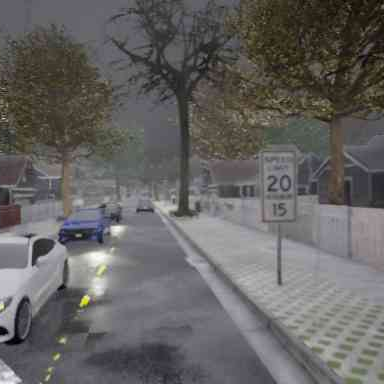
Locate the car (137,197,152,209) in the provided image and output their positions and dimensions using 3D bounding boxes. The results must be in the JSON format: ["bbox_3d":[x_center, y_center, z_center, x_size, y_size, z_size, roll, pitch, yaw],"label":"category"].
[{"bbox_3d":[-6.866,1.582,48.083,2.128,1.511,4.902,-1,0,-8],"label":"car"}]

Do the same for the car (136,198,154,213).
[{"bbox_3d":[-5.283,1.629,37.627,1.994,1.385,4.181,-1,0,-8],"label":"car"}]

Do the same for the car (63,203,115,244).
[{"bbox_3d":[-5.115,1.554,16.397,1.882,1.535,5.008,-1,0,-8],"label":"car"}]

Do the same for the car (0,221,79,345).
[{"bbox_3d":[-3.665,1.585,6.462,1.812,1.442,4.674,-1,0,-9],"label":"car"}]

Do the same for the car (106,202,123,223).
[{"bbox_3d":[-6.598,1.572,26.590,1.882,1.535,5.008,-1,0,-8],"label":"car"}]
